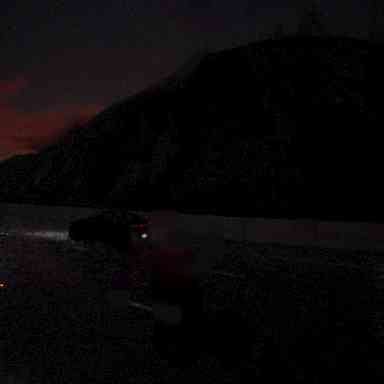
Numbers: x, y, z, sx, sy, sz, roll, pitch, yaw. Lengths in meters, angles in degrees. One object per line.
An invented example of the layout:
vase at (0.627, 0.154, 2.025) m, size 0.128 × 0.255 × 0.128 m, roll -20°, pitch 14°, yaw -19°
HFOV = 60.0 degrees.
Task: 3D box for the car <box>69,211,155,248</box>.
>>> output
car at (-3.875, 1.639, 15.625) m, size 4.902 × 1.511 × 2.128 m, roll 0°, pitch -1°, yaw 40°
